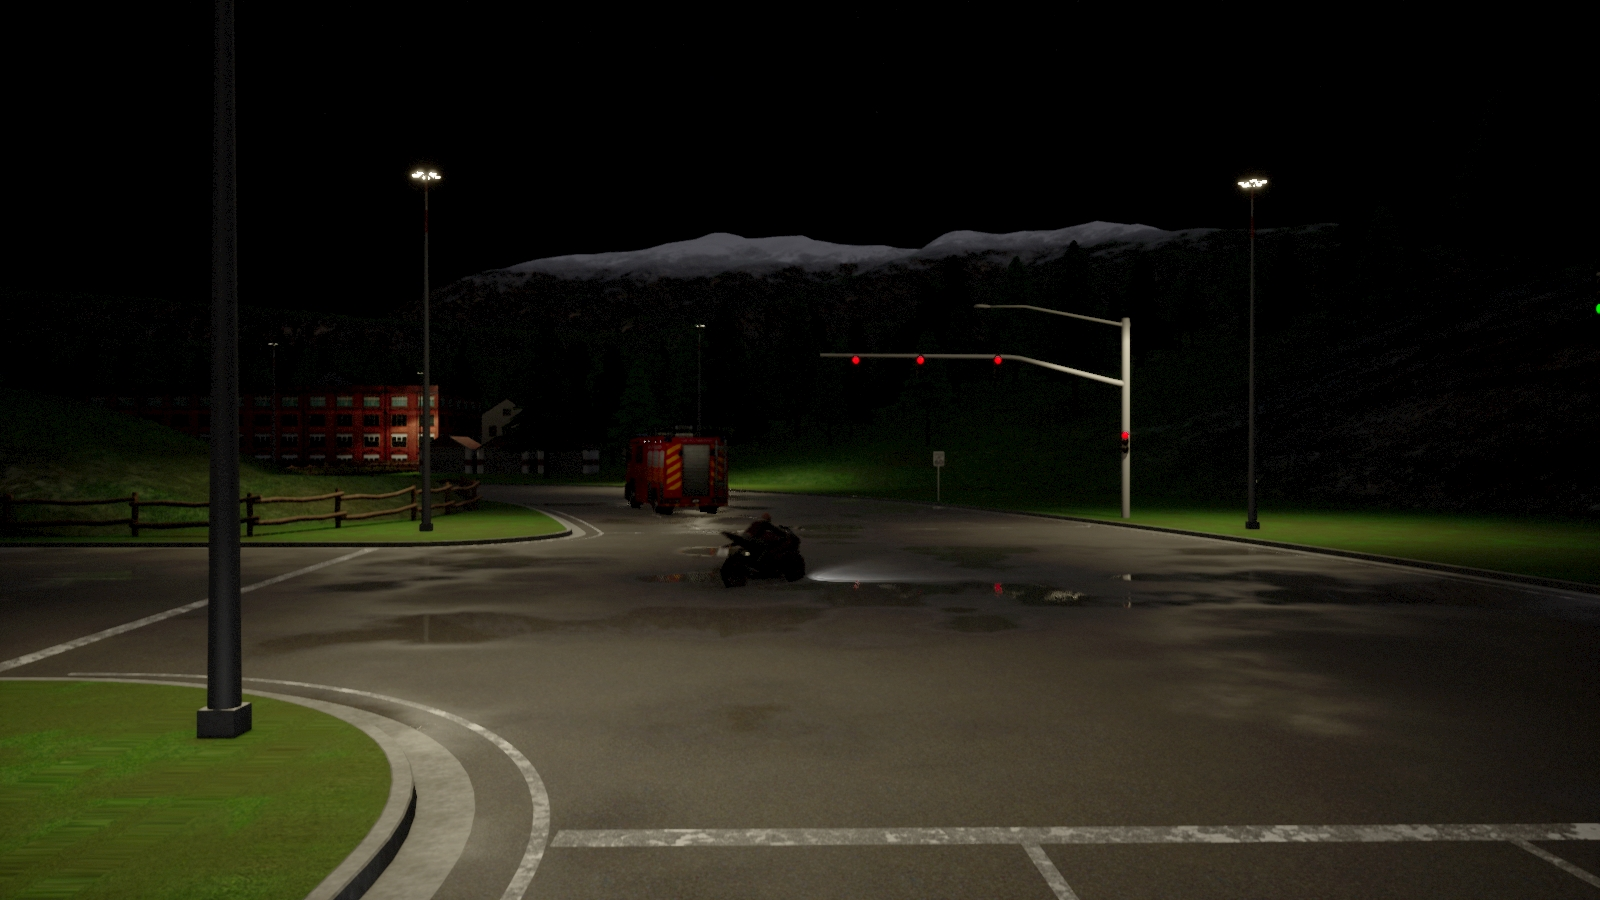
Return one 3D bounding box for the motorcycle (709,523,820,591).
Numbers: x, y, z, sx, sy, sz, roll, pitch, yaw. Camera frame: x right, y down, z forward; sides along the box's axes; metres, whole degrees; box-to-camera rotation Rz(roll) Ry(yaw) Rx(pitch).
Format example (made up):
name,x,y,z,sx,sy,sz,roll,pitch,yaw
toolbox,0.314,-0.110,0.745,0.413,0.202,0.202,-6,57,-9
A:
name,x,y,z,sx,sy,sz,roll,pitch,yaw
motorcycle,-0.718,2.197,23.723,2.209,1.251,0.867,0,-2,-40
